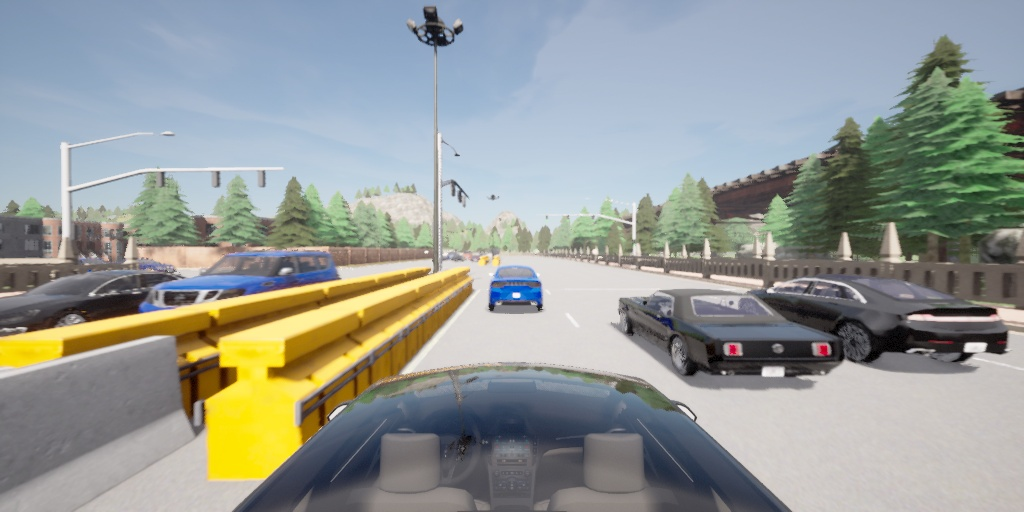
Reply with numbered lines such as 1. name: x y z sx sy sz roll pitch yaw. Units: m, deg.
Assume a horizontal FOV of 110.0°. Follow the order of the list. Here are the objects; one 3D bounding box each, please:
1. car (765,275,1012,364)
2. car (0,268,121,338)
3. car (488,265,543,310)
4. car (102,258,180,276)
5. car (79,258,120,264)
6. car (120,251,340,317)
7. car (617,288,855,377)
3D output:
1. car: 7.117 1.164 7.926 2.128 1.511 4.902 0 1 0
2. car: -10.552 1.156 9.332 1.837 1.490 4.892 0 0 1
3. car: 0.097 1.073 13.942 1.882 1.535 5.008 0 1 -1
4. car: -31.177 0.911 30.247 4.674 1.442 1.812 0 1 0
5. car: -31.610 0.906 26.743 5.008 1.535 1.882 0 1 0
6. car: -7.044 0.863 10.285 2.150 2.045 5.566 0 0 1
7. car: 3.615 1.281 7.168 1.895 1.301 4.718 0 1 0
